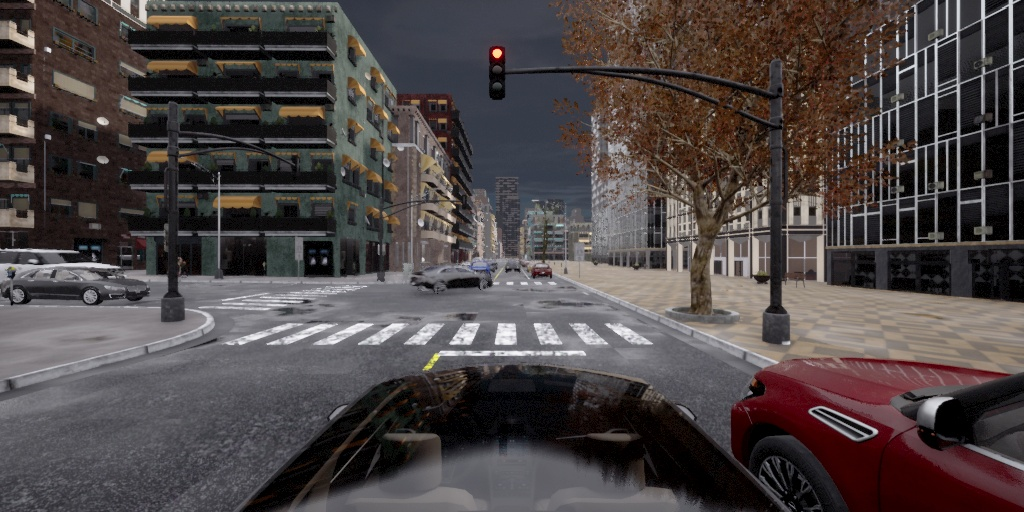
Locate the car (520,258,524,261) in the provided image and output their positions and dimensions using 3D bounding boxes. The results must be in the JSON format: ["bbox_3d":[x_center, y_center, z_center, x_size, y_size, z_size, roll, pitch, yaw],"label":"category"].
[{"bbox_3d":[2.682,1.375,60.708,1.802,1.307,4.207,0,0,0],"label":"car"}]

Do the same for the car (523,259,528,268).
[{"bbox_3d":[2.685,1.298,44.280,1.751,1.417,4.829,0,0,0],"label":"car"}]

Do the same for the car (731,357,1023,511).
[{"bbox_3d":[2.692,1.065,0.658,2.192,1.841,5.009,0,0,0],"label":"car"}]

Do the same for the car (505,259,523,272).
[{"bbox_3d":[0.096,1.375,45.815,1.895,1.301,4.718,0,0,0],"label":"car"}]

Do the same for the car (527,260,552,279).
[{"bbox_3d":[2.686,1.307,33.045,1.888,1.381,4.507,0,0,0],"label":"car"}]

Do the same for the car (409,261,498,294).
[{"bbox_3d":[-3.325,1.246,20.235,4.902,1.511,2.128,0,0,-42],"label":"car"}]

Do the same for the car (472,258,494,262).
[{"bbox_3d":[-3.097,1.241,34.332,1.882,1.535,5.008,0,0,0],"label":"car"}]

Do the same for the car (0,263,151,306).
[{"bbox_3d":[-16.436,1.091,13.626,4.403,1.370,2.007,0,0,-1],"label":"car"}]

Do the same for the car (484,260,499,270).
[{"bbox_3d":[-3.090,1.333,54.693,2.033,1.411,5.357,0,0,0],"label":"car"}]

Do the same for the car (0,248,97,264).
[{"bbox_3d":[-20.945,0.702,16.170,5.566,2.045,2.150,1,0,-1],"label":"car"}]

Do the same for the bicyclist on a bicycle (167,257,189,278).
[{"bbox_3d":[-23.172,0.761,24.886,0.582,1.620,1.656,1,0,-1],"label":"bicyclist on a bicycle"}]

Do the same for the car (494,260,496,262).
[{"bbox_3d":[-3.095,1.337,44.329,1.994,1.385,4.181,0,0,0],"label":"car"}]
